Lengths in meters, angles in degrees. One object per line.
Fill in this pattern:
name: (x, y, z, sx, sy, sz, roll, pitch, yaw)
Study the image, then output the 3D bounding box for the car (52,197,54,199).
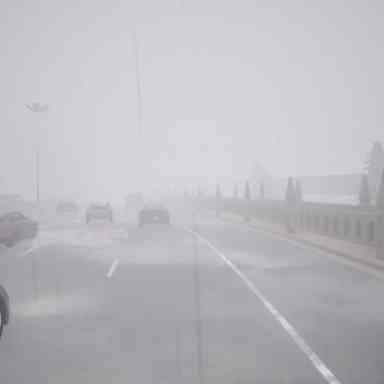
car: (-30.395, 1.859, 77.281, 2.150, 2.045, 5.566, 0, -4, -14)

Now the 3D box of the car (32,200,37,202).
car: (-39.133, 2.752, 83.608, 1.812, 1.442, 4.674, 0, -5, -14)

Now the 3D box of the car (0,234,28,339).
car: (-3.653, 1.507, 3.180, 1.837, 1.490, 4.892, 0, 0, -2)

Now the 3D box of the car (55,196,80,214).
car: (-12.634, 1.428, 34.273, 1.882, 1.535, 5.008, 0, 0, -14)

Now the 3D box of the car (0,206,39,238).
car: (-8.360, 1.550, 14.793, 1.994, 1.385, 4.181, 0, 0, -9)

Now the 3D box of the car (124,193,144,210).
car: (-7.085, 1.118, 41.108, 2.150, 2.045, 5.566, 0, 0, -14)

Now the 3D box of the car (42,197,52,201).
car: (-34.950, 2.200, 81.203, 2.150, 2.045, 5.566, 0, -5, -14)

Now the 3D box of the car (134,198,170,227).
car: (-2.642, 1.408, 22.164, 1.882, 1.535, 5.008, 0, 0, -12)

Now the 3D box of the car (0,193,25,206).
car: (-21.028, 1.206, 38.405, 2.150, 2.045, 5.566, 0, 1, -13)

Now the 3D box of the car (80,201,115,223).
car: (-6.857, 1.436, 25.017, 2.128, 1.511, 4.902, 0, 0, -13)
